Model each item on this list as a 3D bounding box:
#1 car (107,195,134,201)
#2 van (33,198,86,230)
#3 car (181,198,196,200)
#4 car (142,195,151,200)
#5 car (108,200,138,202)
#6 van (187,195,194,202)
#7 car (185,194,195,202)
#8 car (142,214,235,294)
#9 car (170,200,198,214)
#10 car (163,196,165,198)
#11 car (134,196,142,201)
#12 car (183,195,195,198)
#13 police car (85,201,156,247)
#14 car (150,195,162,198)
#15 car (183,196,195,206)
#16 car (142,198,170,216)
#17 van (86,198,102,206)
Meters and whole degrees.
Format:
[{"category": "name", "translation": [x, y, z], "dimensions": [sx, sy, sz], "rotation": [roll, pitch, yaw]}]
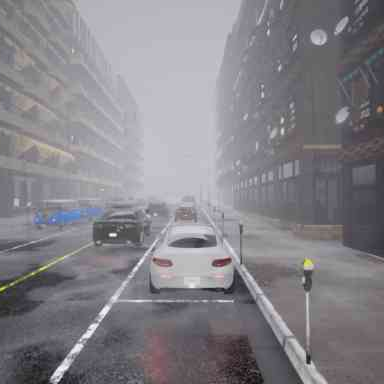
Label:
[{"category": "car", "translation": [-8.313, 1.366, 37.346], "dimensions": [2.192, 1.841, 5.009], "rotation": [1, 0, 0]}, {"category": "van", "translation": [-8.312, 1.359, 20.753], "dimensions": [1.690, 1.788, 3.998], "rotation": [2, 0, 0]}, {"category": "car", "translation": [-0.438, 1.582, 31.754], "dimensions": [1.887, 1.381, 4.507], "rotation": [1, 0, 0]}, {"category": "car", "translation": [-8.320, 1.660, 53.938], "dimensions": [1.947, 1.339, 4.313], "rotation": [1, 0, 0]}, {"category": "car", "translation": [-5.869, 1.630, 27.598], "dimensions": [1.895, 1.301, 4.718], "rotation": [0, 0, 0]}, {"category": "van", "translation": [-0.472, 1.576, 87.068], "dimensions": [1.690, 1.788, 3.998], "rotation": [1, 0, 0]}, {"category": "car", "translation": [-0.471, 1.521, 81.536], "dimensions": [2.192, 1.841, 5.009], "rotation": [1, 0, 0]}, {"category": "car", "translation": [0.003, 1.531, 8.653], "dimensions": [1.812, 1.442, 4.674], "rotation": [0, 0, 0]}, {"category": "car", "translation": [-0.437, 1.572, 26.224], "dimensions": [1.887, 1.381, 4.507], "rotation": [1, 0, 0]}, {"category": "car", "translation": [-8.324, 1.847, 92.652], "dimensions": [1.802, 1.307, 4.206], "rotation": [1, 0, 0]}, {"category": "car", "translation": [-8.313, 1.379, 42.876], "dimensions": [2.192, 1.841, 5.009], "rotation": [1, 0, 0]}, {"category": "car", "translation": [-0.428, 1.490, 37.286], "dimensions": [1.967, 1.590, 4.097], "rotation": [1, 0, 0]}, {"category": "police car", "translation": [-3.022, 1.436, 15.293], "dimensions": [1.930, 1.638, 5.238], "rotation": [0, 0, 0]}, {"category": "car", "translation": [-8.316, 1.471, 70.528], "dimensions": [2.192, 1.841, 5.009], "rotation": [1, 0, 0]}, {"category": "car", "translation": [-0.472, 1.553, 59.411], "dimensions": [1.967, 1.590, 4.097], "rotation": [1, 0, 0]}, {"category": "car", "translation": [-2.934, 1.539, 29.306], "dimensions": [1.837, 1.490, 4.892], "rotation": [0, 0, 0]}, {"category": "van", "translation": [-8.313, 1.368, 26.285], "dimensions": [1.690, 1.788, 3.998], "rotation": [1, 0, 0]}]
